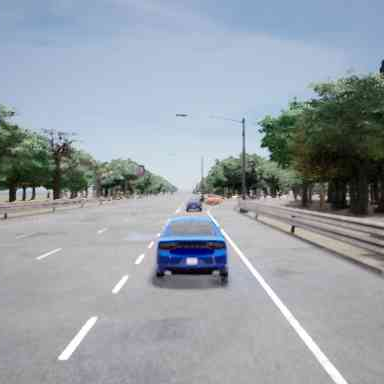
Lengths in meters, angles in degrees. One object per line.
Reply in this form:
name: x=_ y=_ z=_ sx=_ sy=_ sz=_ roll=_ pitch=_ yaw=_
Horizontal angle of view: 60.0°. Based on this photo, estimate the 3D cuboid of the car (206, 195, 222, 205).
car: x=4.081 y=1.353 z=59.919 sx=2.097 sy=1.767 sz=4.553 roll=0 pitch=0 yaw=18

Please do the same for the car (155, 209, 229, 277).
car: x=0.000 y=1.497 z=10.312 sx=1.882 sy=1.535 sz=5.008 roll=0 pitch=0 yaw=0

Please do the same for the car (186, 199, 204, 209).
car: x=0.368 y=1.542 z=40.865 sx=1.812 sy=1.442 sz=4.674 roll=0 pitch=0 yaw=5
